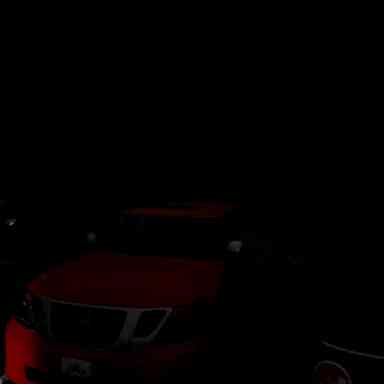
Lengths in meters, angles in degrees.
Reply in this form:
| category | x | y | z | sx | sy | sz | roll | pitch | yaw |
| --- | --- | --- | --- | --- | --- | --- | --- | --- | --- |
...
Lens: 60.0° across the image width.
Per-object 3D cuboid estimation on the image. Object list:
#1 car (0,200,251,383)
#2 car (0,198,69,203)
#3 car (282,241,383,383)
| category | x | y | z | sx | sy | sz | roll | pitch | yaw |
| --- | --- | --- | --- | --- | --- | --- | --- | --- | --- |
| car | -0.275 | 1.218 | 5.576 | 2.435 | 2.045 | 5.566 | 1 | 0 | 15 |
| car | -5.182 | 1.195 | 9.053 | 2.435 | 2.045 | 5.566 | 1 | 0 | 15 |
| car | 2.161 | 1.355 | 3.832 | 2.185 | 1.767 | 4.553 | 0 | -1 | 15 |
